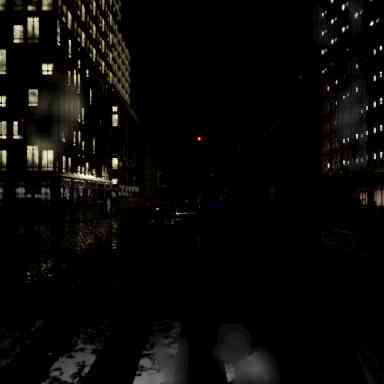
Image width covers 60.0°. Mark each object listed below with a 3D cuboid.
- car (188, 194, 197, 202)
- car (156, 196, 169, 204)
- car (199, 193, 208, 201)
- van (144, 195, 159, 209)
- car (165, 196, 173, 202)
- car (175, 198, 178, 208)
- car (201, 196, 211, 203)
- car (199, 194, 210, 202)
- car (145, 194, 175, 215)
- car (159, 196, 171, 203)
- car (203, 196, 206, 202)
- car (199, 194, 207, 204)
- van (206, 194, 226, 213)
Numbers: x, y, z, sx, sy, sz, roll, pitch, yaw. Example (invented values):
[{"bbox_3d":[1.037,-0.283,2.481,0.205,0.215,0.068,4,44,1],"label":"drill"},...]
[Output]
[{"bbox_3d":[0.118,1.352,72.843,2.097,1.767,4.553,0,0,0],"label":"car"},{"bbox_3d":[-5.617,1.564,63.655,1.947,1.339,4.313,0,0,0],"label":"car"},{"bbox_3d":[2.879,1.310,85.769,2.192,1.841,5.009,0,0,0],"label":"car"},{"bbox_3d":[-5.702,1.341,47.037,1.690,1.788,3.998,0,0,0],"label":"van"},{"bbox_3d":[-5.531,1.578,80.273,1.802,1.307,4.206,0,0,0],"label":"car"},{"bbox_3d":[-3.131,1.525,43.391,1.812,1.442,4.674,0,0,0],"label":"car"},{"bbox_3d":[2.792,1.542,69.151,1.887,1.381,4.507,0,0,0],"label":"car"},{"bbox_3d":[2.821,1.312,74.691,2.192,1.841,5.009,0,0,0],"label":"car"},{"bbox_3d":[-3.182,1.222,33.613,2.150,2.045,5.566,0,0,0],"label":"car"},{"bbox_3d":[-5.589,1.548,69.193,2.008,1.369,4.403,0,0,0],"label":"car"},{"bbox_3d":[2.672,1.544,41.458,1.887,1.381,4.507,0,0,0],"label":"car"},{"bbox_3d":[2.764,1.313,63.612,2.192,1.841,5.009,0,0,0],"label":"car"},{"bbox_3d":[2.735,1.341,35.919,1.690,1.788,3.998,0,0,0],"label":"van"}]
